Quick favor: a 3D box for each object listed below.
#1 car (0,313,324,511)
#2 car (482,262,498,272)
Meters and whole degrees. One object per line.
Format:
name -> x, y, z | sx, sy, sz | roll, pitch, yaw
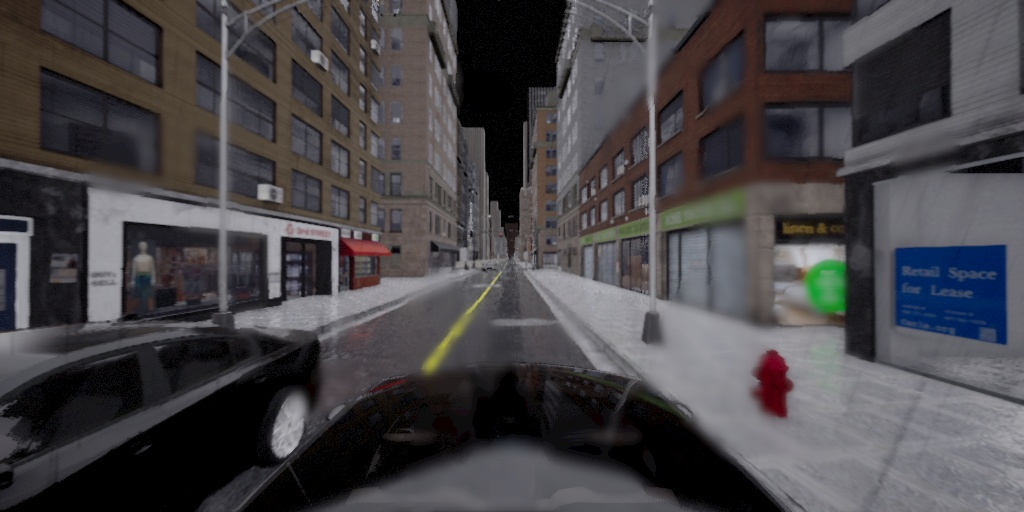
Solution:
car -> -3.100, 1.229, 2.078 | 1.882, 1.535, 5.008 | 0, 0, 0
car -> -3.005, 1.517, 49.578 | 1.994, 1.385, 4.181 | 0, 0, 0
